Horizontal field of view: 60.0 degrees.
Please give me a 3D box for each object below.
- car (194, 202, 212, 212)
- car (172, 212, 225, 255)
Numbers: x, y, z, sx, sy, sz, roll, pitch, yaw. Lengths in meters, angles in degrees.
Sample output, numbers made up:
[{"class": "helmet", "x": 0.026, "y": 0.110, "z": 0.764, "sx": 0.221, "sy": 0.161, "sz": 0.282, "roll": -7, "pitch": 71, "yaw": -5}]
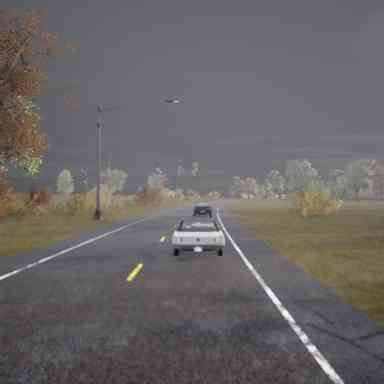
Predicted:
[{"class": "car", "x": 1.241, "y": 1.865, "z": 37.166, "sx": 1.882, "sy": 1.535, "sz": 5.008, "roll": 0, "pitch": 0, "yaw": 3}, {"class": "car", "x": 0.270, "y": 1.748, "z": 13.954, "sx": 1.895, "sy": 1.301, "sz": 4.718, "roll": 0, "pitch": -1, "yaw": 1}]
